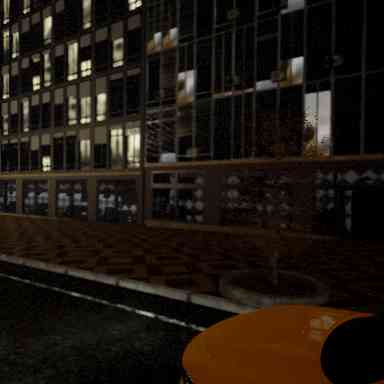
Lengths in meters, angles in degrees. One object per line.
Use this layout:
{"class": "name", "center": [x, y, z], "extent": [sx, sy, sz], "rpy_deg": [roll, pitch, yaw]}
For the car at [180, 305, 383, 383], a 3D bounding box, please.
{"class": "car", "center": [2.171, 1.473, 2.063], "extent": [5.008, 1.535, 1.882], "rpy_deg": [0, 0, 36]}
